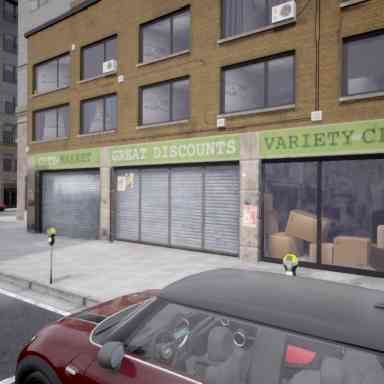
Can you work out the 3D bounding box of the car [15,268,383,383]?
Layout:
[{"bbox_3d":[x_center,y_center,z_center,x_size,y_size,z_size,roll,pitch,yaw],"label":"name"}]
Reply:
[{"bbox_3d":[0.224,1.440,2.905,4.097,1.590,1.967,0,1,35],"label":"car"}]

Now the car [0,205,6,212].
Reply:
[{"bbox_3d":[-19.460,1.457,29.773,1.895,1.301,4.718,1,1,34],"label":"car"}]
